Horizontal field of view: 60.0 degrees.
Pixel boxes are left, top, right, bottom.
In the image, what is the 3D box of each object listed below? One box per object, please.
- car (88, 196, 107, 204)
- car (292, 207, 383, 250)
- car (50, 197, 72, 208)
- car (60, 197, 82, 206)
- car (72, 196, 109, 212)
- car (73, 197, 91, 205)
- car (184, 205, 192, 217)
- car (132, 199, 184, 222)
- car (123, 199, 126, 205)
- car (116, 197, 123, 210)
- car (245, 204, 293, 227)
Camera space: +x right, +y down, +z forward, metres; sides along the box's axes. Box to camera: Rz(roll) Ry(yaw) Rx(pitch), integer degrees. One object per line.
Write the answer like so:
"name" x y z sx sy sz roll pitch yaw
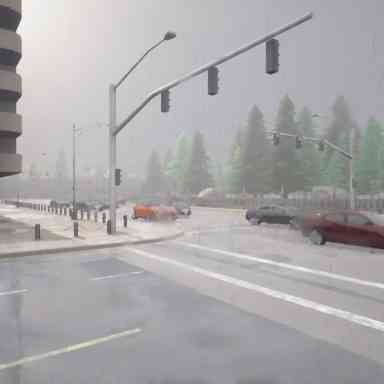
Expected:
"car" -18.760 1.547 66.023 2.128 1.511 4.902 0 0 -36
"car" 6.830 1.489 13.371 1.882 1.535 5.008 0 0 -36
"car" -19.577 1.603 49.178 2.033 1.411 5.357 0 0 -36
"car" -20.672 1.564 56.660 2.128 1.511 4.902 0 0 -36
"car" -11.863 1.548 38.680 2.128 1.511 4.902 0 0 -36
"car" -20.828 1.656 62.931 1.895 1.301 4.718 0 0 -36
"car" -1.964 1.547 31.160 2.128 1.511 4.902 0 0 -36
"car" -3.009 1.408 26.683 2.097 1.767 4.553 0 0 -36
"car" -13.251 1.581 58.581 1.812 1.442 4.674 0 0 -36
"car" -11.494 1.603 44.075 2.033 1.411 5.357 0 0 -36
"car" 5.780 1.528 21.766 4.902 1.511 2.128 -1 -1 43
